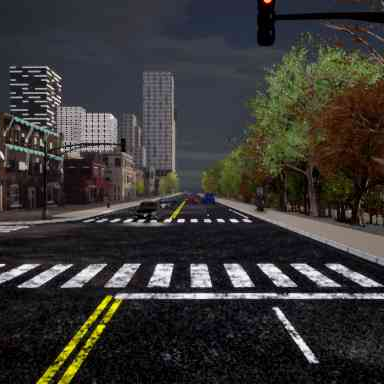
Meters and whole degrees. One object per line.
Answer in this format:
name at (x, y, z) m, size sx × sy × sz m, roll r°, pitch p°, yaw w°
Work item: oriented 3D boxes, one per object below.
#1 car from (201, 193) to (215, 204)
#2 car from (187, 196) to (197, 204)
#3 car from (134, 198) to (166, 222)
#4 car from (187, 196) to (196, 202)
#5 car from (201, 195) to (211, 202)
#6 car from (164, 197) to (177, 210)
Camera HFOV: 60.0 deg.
car at (3.217, 1.197, 63.808) m, size 2.150 × 2.045 × 5.566 m, roll 0°, pitch 0°, yaw 0°
car at (-0.025, 1.540, 64.189) m, size 1.994 × 1.385 × 4.181 m, roll 0°, pitch 0°, yaw -1°
car at (-3.406, 1.498, 26.489) m, size 1.837 × 1.490 × 4.892 m, roll 0°, pitch 0°, yaw 0°
car at (-0.152, 1.523, 74.141) m, size 1.994 × 1.385 × 4.181 m, roll 0°, pitch 0°, yaw 0°
car at (3.092, 1.448, 74.383) m, size 1.882 × 1.535 × 5.008 m, roll 0°, pitch 0°, yaw 0°
car at (-3.437, 1.477, 42.631) m, size 2.128 × 1.511 × 4.902 m, roll 0°, pitch 0°, yaw 0°
